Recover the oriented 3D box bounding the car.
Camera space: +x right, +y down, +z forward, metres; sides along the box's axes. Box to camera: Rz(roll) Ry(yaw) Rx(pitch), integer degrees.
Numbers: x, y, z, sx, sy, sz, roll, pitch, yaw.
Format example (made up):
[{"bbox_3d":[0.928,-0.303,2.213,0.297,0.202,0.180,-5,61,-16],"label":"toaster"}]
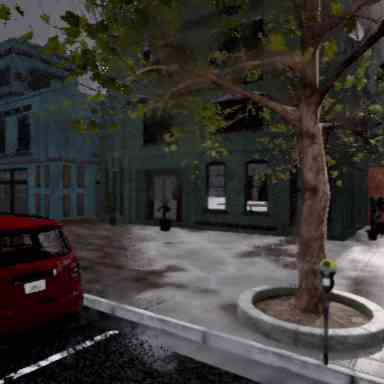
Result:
[{"bbox_3d":[-3.977,1.306,5.706,5.009,1.841,2.192,0,1,36],"label":"car"}]
